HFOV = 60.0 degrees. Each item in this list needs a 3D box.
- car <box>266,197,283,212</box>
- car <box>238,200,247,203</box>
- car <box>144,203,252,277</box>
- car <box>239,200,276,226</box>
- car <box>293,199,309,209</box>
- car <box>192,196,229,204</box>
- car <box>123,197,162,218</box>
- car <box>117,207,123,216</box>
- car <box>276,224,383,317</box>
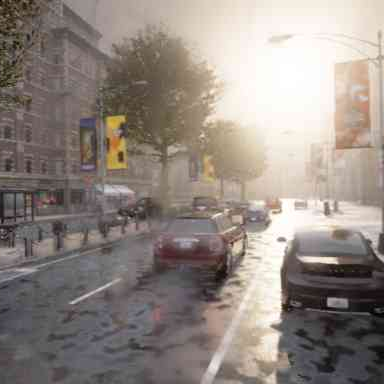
[{"bbox_3d":[9.713,1.404,39.706,2.097,1.767,4.553,-1,0,18],"label":"car"},{"bbox_3d":[6.644,1.689,41.581,1.994,1.385,4.181,-1,0,18],"label":"car"},{"bbox_3d":[0.479,1.412,10.801,2.097,1.767,4.553,-1,0,18],"label":"car"},{"bbox_3d":[4.767,1.579,24.086,1.812,1.442,4.674,-1,0,18],"label":"car"},{"bbox_3d":[14.715,1.576,45.001,1.895,1.301,4.718,-1,0,17],"label":"car"},{"bbox_3d":[1.503,1.346,25.377,2.150,2.045,5.566,-1,-1,18],"label":"car"},{"bbox_3d":[-4.424,1.524,33.711,2.150,2.045,5.566,-1,0,18],"label":"car"},{"bbox_3d":[-6.585,1.925,38.385,2.033,1.411,5.357,-1,0,18],"label":"car"},{"bbox_3d":[3.009,1.491,7.534,1.837,1.490,4.892,-1,0,18],"label":"car"}]
